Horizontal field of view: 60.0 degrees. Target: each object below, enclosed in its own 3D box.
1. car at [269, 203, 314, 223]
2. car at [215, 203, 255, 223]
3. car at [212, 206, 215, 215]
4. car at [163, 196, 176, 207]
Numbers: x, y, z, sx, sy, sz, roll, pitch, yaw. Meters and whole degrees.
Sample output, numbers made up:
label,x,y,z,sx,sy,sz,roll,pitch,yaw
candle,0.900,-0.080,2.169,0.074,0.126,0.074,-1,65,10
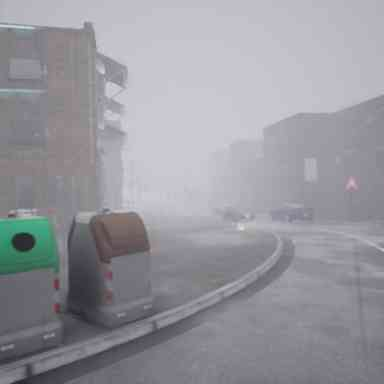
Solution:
label,x,y,z,sx,sy,sz,roll,pitch,yaw
car,7.754,1.604,26.466,1.882,1.535,5.008,-2,-2,-11
car,3.969,1.839,29.423,2.128,1.511,4.902,-2,-2,-12
car,4.082,2.229,43.696,1.882,1.535,5.008,-2,-1,-13
car,-4.731,1.875,69.163,2.150,2.045,5.566,-2,2,-12
